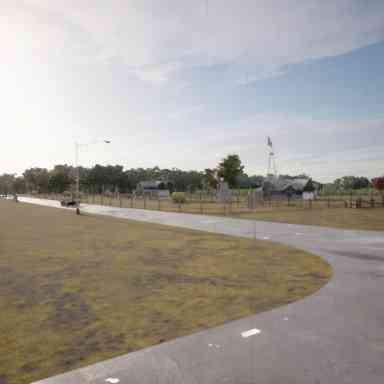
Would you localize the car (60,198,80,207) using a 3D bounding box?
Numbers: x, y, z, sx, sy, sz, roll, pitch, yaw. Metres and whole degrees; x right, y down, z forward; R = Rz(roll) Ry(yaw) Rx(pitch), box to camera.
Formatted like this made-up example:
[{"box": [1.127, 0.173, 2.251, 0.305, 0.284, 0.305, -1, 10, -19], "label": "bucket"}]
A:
[{"box": [-18.401, 1.563, 50.116, 1.895, 1.301, 4.718, -1, 1, -35], "label": "car"}]
